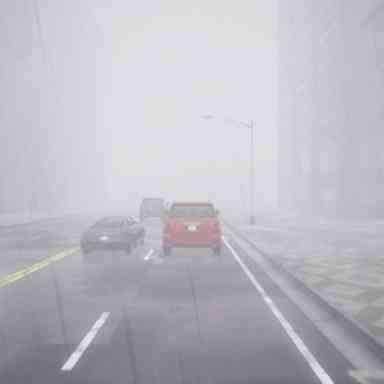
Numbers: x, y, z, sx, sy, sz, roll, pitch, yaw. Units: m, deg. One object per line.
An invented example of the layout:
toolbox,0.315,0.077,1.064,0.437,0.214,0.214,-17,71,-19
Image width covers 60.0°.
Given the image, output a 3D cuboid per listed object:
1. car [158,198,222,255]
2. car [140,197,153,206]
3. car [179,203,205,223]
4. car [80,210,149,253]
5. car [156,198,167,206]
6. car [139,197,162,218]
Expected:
car,0.006,1.348,14.021,2.150,2.045,5.566,0,0,0
car,-9.729,2.067,71.799,2.097,1.767,4.553,0,-1,0
car,0.015,1.766,29.300,2.128,1.511,4.902,0,0,0
car,-3.242,1.698,14.297,1.994,1.385,4.181,0,0,0
car,-6.479,2.189,71.767,1.882,1.535,5.008,0,-1,0
car,-3.239,1.487,29.033,2.150,2.045,5.566,0,0,0
